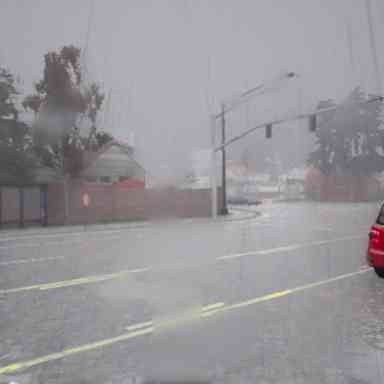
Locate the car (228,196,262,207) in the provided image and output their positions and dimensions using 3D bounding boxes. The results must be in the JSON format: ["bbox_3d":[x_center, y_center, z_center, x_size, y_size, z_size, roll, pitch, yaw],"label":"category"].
[{"bbox_3d":[7.439,1.293,47.314,2.033,1.411,5.357,-1,1,-37],"label":"car"}]

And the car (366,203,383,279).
[{"bbox_3d":[6.739,1.184,8.585,5.566,2.045,2.150,0,0,-35],"label":"car"}]
